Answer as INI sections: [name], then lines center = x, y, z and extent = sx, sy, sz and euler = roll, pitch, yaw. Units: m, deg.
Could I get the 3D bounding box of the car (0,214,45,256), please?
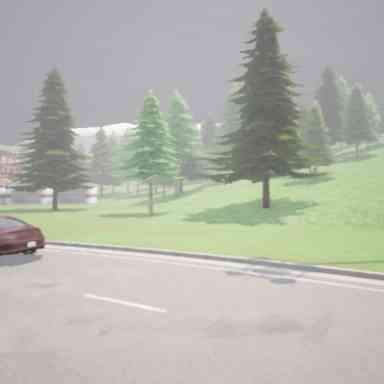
[car]
center = -7.168, 1.475, 11.285
extent = 4.674, 1.442, 1.812
euler = 0, 0, 22
